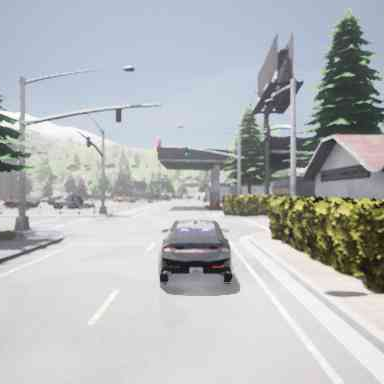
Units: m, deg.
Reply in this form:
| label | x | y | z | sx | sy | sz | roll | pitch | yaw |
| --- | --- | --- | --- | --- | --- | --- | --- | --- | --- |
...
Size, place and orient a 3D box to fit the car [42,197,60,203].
| label | x | y | z | sx | sy | sz | roll | pitch | yaw |
| --- | --- | --- | --- | --- | --- | --- | --- | --- | --- |
| car | -35.110 | 1.901 | 82.964 | 3.806 | 1.475 | 1.970 | 0 | 0 | -1 |

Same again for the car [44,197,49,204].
| label | x | y | z | sx | sy | sz | roll | pitch | yaw |
| --- | --- | --- | --- | --- | --- | --- | --- | --- | --- |
| car | -24.029 | 1.679 | 61.045 | 4.514 | 1.523 | 2.007 | 0 | 0 | -1 |

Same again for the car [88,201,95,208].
| label | x | y | z | sx | sy | sz | roll | pitch | yaw |
| --- | --- | --- | --- | --- | --- | --- | --- | --- | --- |
| car | -16.187 | 1.664 | 48.673 | 3.806 | 1.475 | 1.970 | 0 | 0 | -1 |

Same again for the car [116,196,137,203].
| label | x | y | z | sx | sy | sz | roll | pitch | yaw |
| --- | --- | --- | --- | --- | --- | --- | --- | --- | --- |
| car | -16.444 | 1.847 | 82.929 | 5.027 | 1.636 | 2.152 | 0 | 0 | -1 |

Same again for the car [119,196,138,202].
| label | x | y | z | sx | sy | sz | roll | pitch | yaw |
| --- | --- | --- | --- | --- | --- | --- | --- | --- | --- |
| car | -16.515 | 1.875 | 86.065 | 4.514 | 1.523 | 2.007 | 0 | 0 | -1 |

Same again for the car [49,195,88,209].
| label | x | y | z | sx | sy | sz | roll | pitch | yaw |
| --- | --- | --- | --- | --- | --- | --- | --- | --- | --- |
| car | -16.778 | 1.360 | 45.347 | 3.866 | 1.878 | 1.905 | 0 | 0 | -1 |

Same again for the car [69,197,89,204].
| label | x | y | z | sx | sy | sz | roll | pitch | yaw |
| --- | --- | --- | --- | --- | --- | --- | --- | --- | --- |
| car | -24.047 | 1.762 | 71.038 | 3.633 | 1.501 | 1.845 | 0 | 0 | -1 |

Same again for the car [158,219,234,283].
| label | x | y | z | sx | sy | sz | roll | pitch | yaw |
| --- | --- | --- | --- | --- | --- | --- | --- | --- | --- |
| car | 0.100 | 1.553 | 9.832 | 2.128 | 1.511 | 4.902 | 0 | 0 | 0 |

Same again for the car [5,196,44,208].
| label | x | y | z | sx | sy | sz | roll | pitch | yaw |
| --- | --- | --- | --- | --- | --- | --- | --- | --- | --- |
| car | -24.666 | 1.401 | 48.586 | 4.605 | 1.855 | 1.932 | 0 | 0 | -1 |
